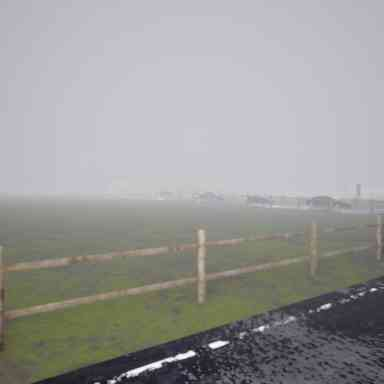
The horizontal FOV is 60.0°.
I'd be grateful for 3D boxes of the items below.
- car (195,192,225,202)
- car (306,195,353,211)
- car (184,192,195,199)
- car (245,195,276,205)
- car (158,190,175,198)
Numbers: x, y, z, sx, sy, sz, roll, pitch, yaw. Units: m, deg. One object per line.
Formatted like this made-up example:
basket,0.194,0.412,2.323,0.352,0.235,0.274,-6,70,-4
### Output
car,3.154,0.758,52.225,1.882,1.535,5.008,0,1,-35
car,14.755,1.119,35.934,1.882,1.535,5.008,0,1,-35
car,0.478,0.722,62.334,1.895,1.301,4.718,0,1,-36
car,9.044,1.027,43.970,1.994,1.385,4.181,0,1,-34
car,-5.438,0.446,70.467,1.837,1.490,4.892,0,1,-35
